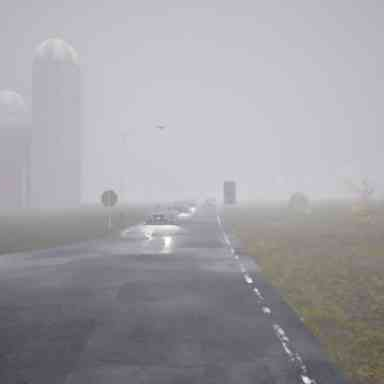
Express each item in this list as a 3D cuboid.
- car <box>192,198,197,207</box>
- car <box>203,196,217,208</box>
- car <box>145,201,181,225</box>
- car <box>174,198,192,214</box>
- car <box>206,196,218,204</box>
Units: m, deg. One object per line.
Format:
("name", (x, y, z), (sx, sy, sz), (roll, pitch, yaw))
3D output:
("car", (-0.276, 1.585, 49.936), (1.994, 1.385, 4.181), (0, 0, 6))
("car", (2.622, 1.569, 49.594), (2.033, 1.411, 5.357), (0, 0, 5))
("car", (-2.160, 1.583, 24.494), (1.994, 1.385, 4.181), (0, 0, 3))
("car", (-1.424, 1.587, 36.187), (1.994, 1.385, 4.181), (0, 0, 4))
("car", (3.785, 1.513, 63.524), (2.128, 1.511, 4.902), (0, 0, 5))
